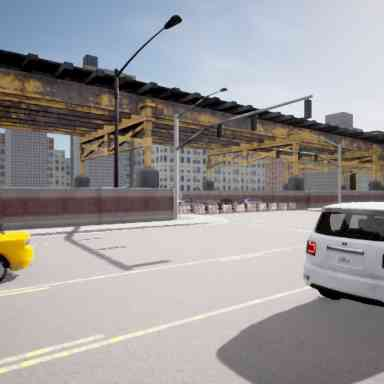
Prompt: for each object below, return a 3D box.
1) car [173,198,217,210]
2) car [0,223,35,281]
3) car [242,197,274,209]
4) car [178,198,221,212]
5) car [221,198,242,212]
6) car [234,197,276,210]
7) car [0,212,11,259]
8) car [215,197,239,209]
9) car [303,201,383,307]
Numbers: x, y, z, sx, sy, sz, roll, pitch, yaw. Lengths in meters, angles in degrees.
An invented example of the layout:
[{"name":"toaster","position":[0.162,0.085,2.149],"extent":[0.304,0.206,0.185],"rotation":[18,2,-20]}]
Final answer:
[{"name":"car","position":[0.363,1.295,36.580],"extent":[4.536,1.218,1.853],"rotation":[0,0,8]},{"name":"car","position":[-6.528,1.477,7.937],"extent":[5.008,1.535,1.882],"rotation":[0,0,-35]},{"name":"car","position":[8.033,1.295,42.993],"extent":[4.536,1.218,1.853],"rotation":[0,0,-7]},{"name":"car","position":[0.414,1.452,36.573],"extent":[4.974,1.542,2.038],"rotation":[0,0,8]},{"name":"car","position":[4.166,1.452,39.249],"extent":[2.038,1.542,4.974],"rotation":[0,0,18]},{"name":"car","position":[8.085,1.452,43.000],"extent":[4.974,1.542,2.038],"rotation":[0,0,-7]},{"name":"car","position":[-8.713,1.505,10.680],"extent":[4.892,1.490,1.837],"rotation":[0,0,-35]},{"name":"car","position":[4.181,1.295,39.299],"extent":[1.853,1.218,4.536],"rotation":[0,0,18]},{"name":"car","position":[4.766,1.221,7.157],"extent":[5.566,2.045,2.150],"rotation":[0,0,-35]}]
